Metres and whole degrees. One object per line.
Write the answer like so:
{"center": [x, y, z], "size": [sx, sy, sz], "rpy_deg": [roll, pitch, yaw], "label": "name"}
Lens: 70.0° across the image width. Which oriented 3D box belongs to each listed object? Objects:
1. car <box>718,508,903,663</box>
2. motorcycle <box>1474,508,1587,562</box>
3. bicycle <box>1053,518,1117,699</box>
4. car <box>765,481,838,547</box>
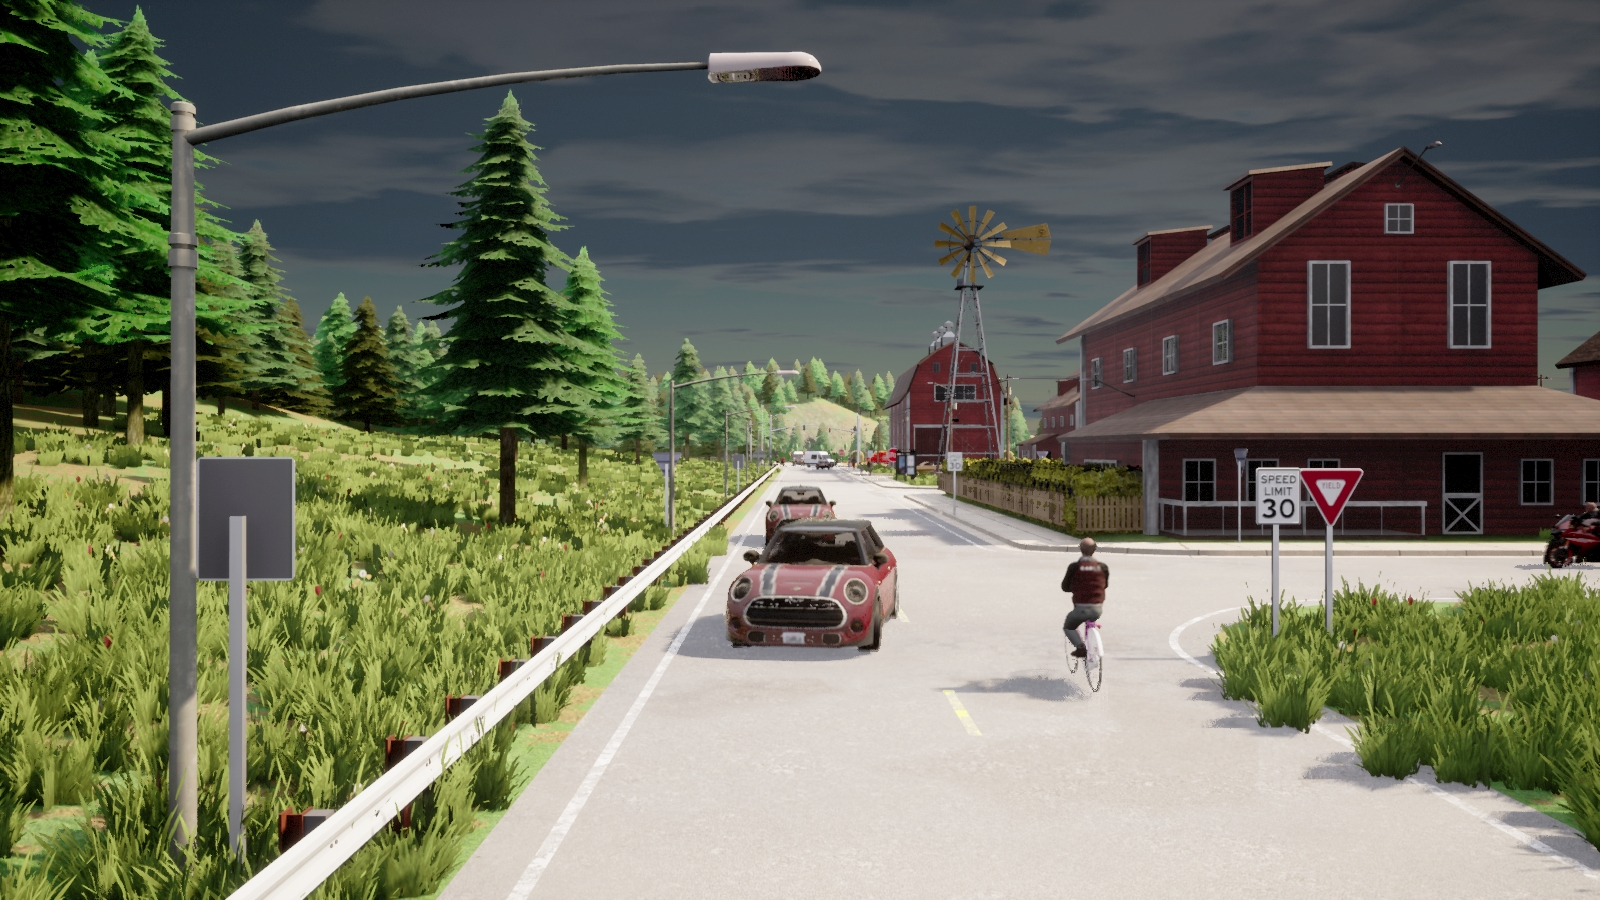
{"center": [0.323, 1.900, 17.410], "size": [2.097, 1.767, 4.553], "rpy_deg": [0, 0, 10], "label": "car"}
{"center": [17.841, 2.065, 27.928], "size": [2.209, 1.251, 0.867], "rpy_deg": [0, 0, 0], "label": "motorcycle"}
{"center": [3.407, 1.836, 13.750], "size": [0.329, 1.919, 1.835], "rpy_deg": [0, 0, 1], "label": "bicycle"}
{"center": [0.054, 1.906, 35.061], "size": [2.097, 1.767, 4.553], "rpy_deg": [0, 0, 0], "label": "car"}
